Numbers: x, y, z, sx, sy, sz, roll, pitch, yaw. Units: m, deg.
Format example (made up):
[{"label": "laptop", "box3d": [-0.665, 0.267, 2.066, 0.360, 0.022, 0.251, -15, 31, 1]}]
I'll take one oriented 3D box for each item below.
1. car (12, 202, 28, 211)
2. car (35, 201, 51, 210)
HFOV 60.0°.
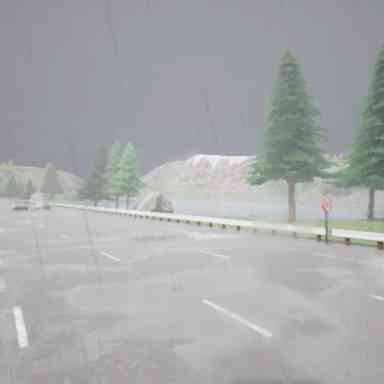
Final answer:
[{"label": "car", "box3d": [-26.661, 2.181, 51.484, 1.895, 1.301, 4.718, 1, -1, -33]}, {"label": "car", "box3d": [-24.428, 2.147, 54.451, 1.812, 1.442, 4.674, 1, -1, -33]}]
